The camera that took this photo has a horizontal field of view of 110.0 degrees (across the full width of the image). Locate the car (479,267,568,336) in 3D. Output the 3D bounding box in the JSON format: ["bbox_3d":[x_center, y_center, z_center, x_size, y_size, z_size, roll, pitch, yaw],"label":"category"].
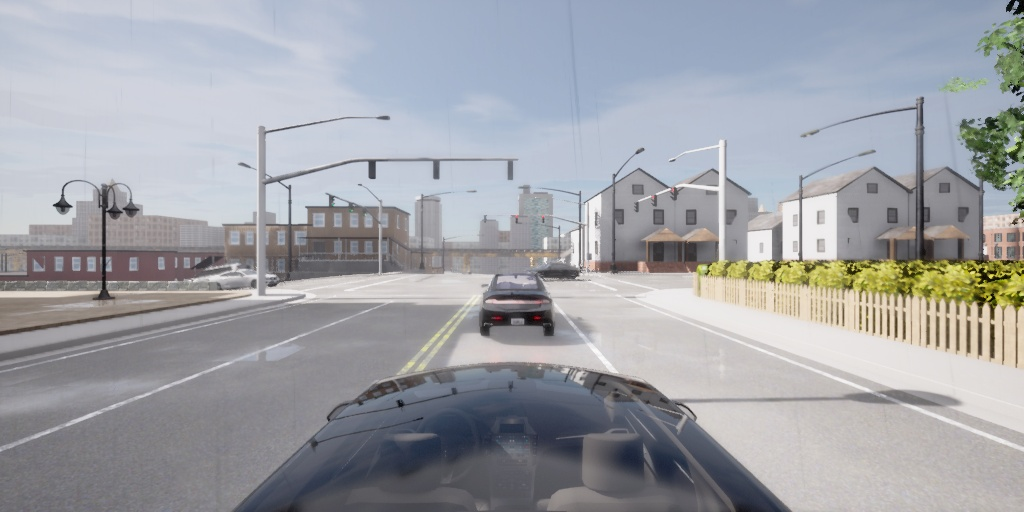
[{"bbox_3d":[0.118,1.241,10.372,2.128,1.511,4.902,0,0,0],"label":"car"}]

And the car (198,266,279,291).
[{"bbox_3d":[-19.659,1.741,26.244,4.674,1.442,1.812,-4,0,1],"label":"car"}]

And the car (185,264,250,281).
[{"bbox_3d":[-24.524,1.967,29.903,5.566,2.045,2.150,-9,0,-1],"label":"car"}]

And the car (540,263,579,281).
[{"bbox_3d":[3.161,1.258,28.631,4.674,1.442,1.812,1,-1,-23],"label":"car"}]
